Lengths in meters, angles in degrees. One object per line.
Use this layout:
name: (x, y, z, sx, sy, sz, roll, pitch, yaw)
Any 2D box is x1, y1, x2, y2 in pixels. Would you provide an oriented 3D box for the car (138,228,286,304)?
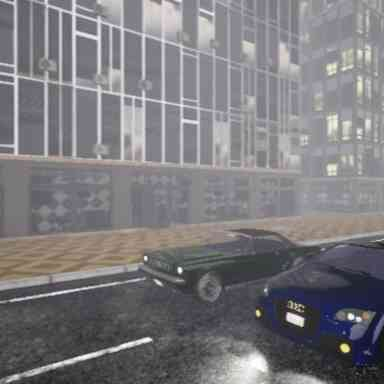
car: (1.099, 1.625, 8.348, 4.718, 1.301, 1.895, 0, 0, -35)

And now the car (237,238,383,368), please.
car: (3.058, 1.588, 5.753, 4.181, 1.385, 1.994, 0, 0, -35)
